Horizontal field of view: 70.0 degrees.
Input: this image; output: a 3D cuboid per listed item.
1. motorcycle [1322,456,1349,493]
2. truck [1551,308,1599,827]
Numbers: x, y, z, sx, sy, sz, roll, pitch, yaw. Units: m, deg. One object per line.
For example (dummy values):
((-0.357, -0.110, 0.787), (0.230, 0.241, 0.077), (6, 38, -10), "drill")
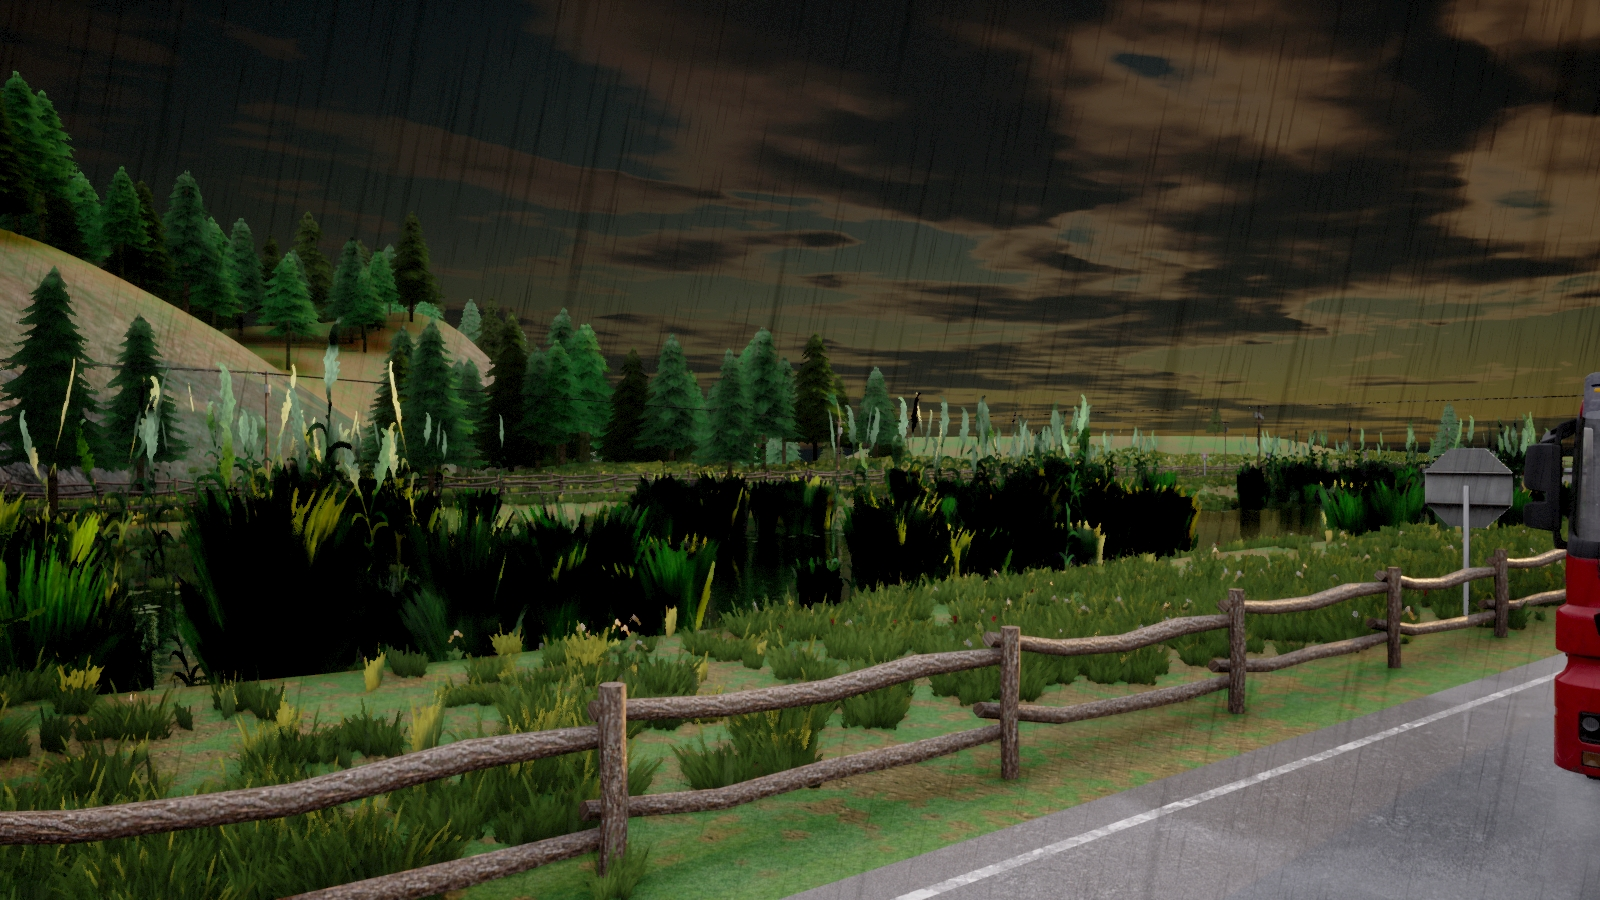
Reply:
((34.929, 1.577, 74.481), (2.033, 2.348, 0.803), (0, 0, -39), "motorcycle")
((9.489, 0.862, 10.939), (2.891, 3.827, 8.468), (0, 0, 40), "truck")
